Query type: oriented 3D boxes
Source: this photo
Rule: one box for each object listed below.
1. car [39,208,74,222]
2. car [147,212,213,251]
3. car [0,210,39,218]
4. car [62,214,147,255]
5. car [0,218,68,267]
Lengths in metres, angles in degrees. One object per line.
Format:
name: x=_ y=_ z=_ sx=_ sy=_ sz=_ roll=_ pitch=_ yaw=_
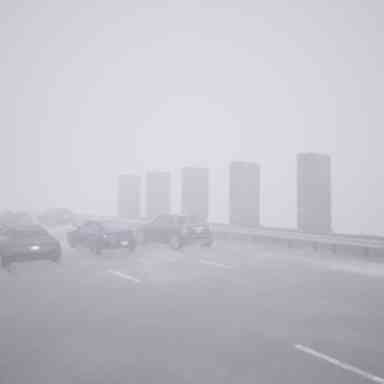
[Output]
car: x=-11.962 y=2.173 z=29.274 sx=2.097 sy=1.767 sz=4.553 roll=2 pitch=-2 yaw=-44
car: x=-1.029 y=1.872 z=17.167 sx=2.097 sy=1.767 sz=4.553 roll=2 pitch=-2 yaw=-39
car: x=-14.569 y=2.228 z=26.937 sx=2.128 sy=1.511 sz=4.902 roll=2 pitch=-2 yaw=-44
car: x=-4.257 y=1.979 z=15.585 sx=1.812 sy=1.442 sz=4.674 roll=2 pitch=-2 yaw=-39
car: x=-6.661 y=1.926 z=12.995 sx=1.994 sy=1.385 sz=4.181 roll=2 pitch=-2 yaw=-39
